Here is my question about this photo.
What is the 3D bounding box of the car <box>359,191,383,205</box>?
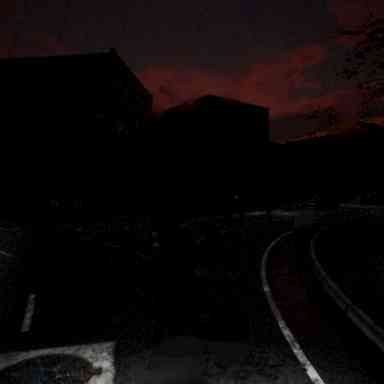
[{"bbox_3d":[21.680,0.645,39.534,5.008,1.535,1.882,-3,2,-38],"label":"car"}]

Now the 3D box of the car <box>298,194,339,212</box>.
[{"bbox_3d":[12.130,1.027,31.820,5.008,1.535,1.882,-2,1,-39],"label":"car"}]
